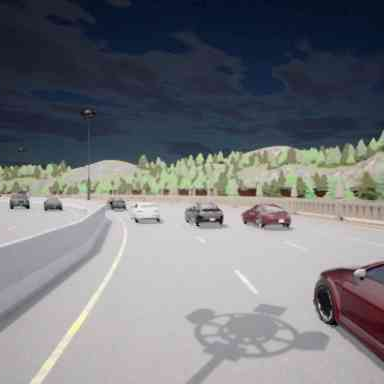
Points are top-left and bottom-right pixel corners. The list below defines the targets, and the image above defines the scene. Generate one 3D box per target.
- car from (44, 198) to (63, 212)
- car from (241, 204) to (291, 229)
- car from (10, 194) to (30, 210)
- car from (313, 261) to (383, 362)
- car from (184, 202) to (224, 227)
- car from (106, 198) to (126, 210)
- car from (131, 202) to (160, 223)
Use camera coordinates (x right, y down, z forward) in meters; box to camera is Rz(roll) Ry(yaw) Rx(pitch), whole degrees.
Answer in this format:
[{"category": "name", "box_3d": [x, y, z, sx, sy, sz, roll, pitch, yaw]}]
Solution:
[{"category": "car", "box_3d": [-16.564, 1.495, 39.736, 1.882, 1.535, 5.008, 0, 0, -26]}, {"category": "car", "box_3d": [4.623, 1.479, 21.185, 1.812, 1.442, 4.674, 0, 0, -12]}, {"category": "car", "box_3d": [-23.119, 1.262, 44.694, 2.150, 2.045, 5.566, 0, 0, -30]}, {"category": "car", "box_3d": [3.284, 1.545, 4.432, 1.994, 1.385, 4.181, 0, 0, -3]}, {"category": "car", "box_3d": [0.729, 1.459, 22.622, 2.128, 1.511, 4.902, 0, 0, -13]}, {"category": "car", "box_3d": [-9.578, 1.477, 41.744, 2.128, 1.511, 4.902, 0, 0, -24]}, {"category": "car", "box_3d": [-3.629, 1.508, 25.621, 1.812, 1.442, 4.674, 0, 0, -15]}]
